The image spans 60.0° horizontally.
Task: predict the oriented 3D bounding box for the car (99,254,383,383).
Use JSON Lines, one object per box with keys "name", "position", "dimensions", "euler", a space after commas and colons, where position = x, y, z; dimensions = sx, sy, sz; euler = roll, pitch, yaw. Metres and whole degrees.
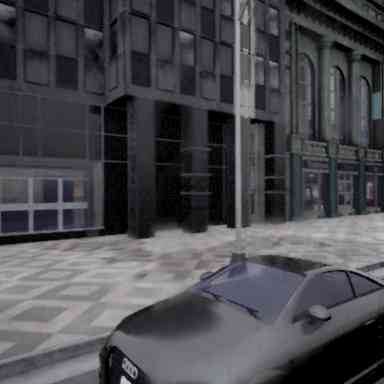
{"name": "car", "position": [1.040, 1.549, 4.124], "dimensions": [4.181, 1.385, 1.994], "euler": [-1, 0, -36]}
